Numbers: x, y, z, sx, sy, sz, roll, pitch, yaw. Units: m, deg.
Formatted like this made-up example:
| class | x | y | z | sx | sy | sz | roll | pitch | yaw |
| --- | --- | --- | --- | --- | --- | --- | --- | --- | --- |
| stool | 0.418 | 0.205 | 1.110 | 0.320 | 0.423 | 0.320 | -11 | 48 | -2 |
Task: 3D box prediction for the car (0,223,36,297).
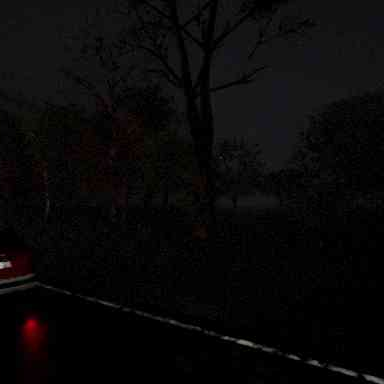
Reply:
| class | x | y | z | sx | sy | sz | roll | pitch | yaw |
| --- | --- | --- | --- | --- | --- | --- | --- | --- | --- |
| car | -5.404 | 1.444 | 7.445 | 4.856 | 1.649 | 2.033 | 0 | -1 | 36 |
